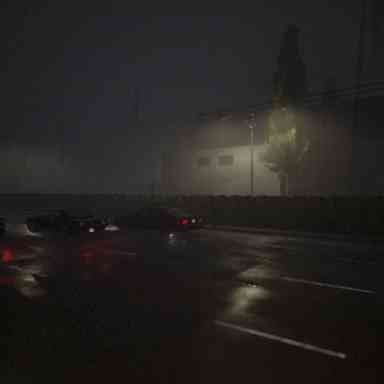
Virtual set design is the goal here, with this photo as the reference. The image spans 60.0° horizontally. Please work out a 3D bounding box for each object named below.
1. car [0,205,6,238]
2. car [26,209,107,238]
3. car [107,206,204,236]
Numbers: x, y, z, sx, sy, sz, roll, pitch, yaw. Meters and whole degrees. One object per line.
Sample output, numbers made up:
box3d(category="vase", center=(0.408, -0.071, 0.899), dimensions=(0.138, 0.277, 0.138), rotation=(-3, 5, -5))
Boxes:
box3d(category="car", center=(-10.670, 1.461, 15.887), dimensions=(4.674, 1.442, 1.812), rotation=(0, 0, 35))
box3d(category="car", center=(-6.634, 1.545, 17.316), dimensions=(4.718, 1.301, 1.895), rotation=(0, 0, 36))
box3d(category="car", center=(-1.952, 1.504, 18.265), dimensions=(5.357, 1.411, 2.033), rotation=(0, 0, 36))
